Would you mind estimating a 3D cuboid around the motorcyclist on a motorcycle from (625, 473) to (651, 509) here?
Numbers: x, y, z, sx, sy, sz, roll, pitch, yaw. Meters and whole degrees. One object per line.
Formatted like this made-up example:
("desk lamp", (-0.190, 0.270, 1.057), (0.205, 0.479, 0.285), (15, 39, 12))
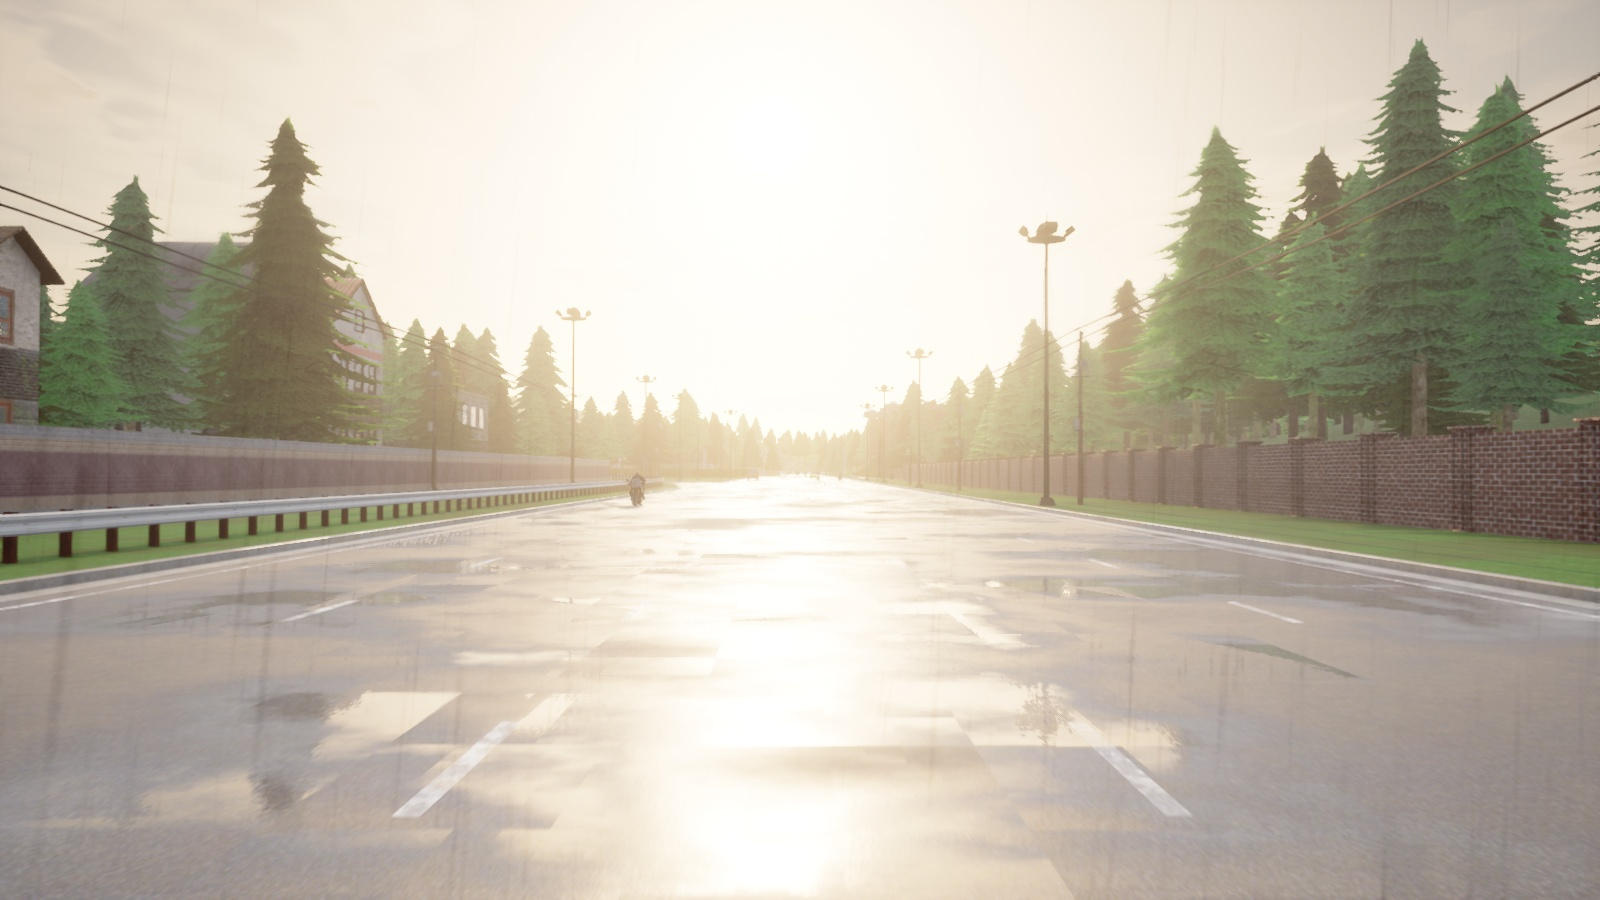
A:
("motorcyclist on a motorcycle", (-7.133, 1.803, 55.258), (0.866, 1.530, 2.191), (0, -1, 0))
